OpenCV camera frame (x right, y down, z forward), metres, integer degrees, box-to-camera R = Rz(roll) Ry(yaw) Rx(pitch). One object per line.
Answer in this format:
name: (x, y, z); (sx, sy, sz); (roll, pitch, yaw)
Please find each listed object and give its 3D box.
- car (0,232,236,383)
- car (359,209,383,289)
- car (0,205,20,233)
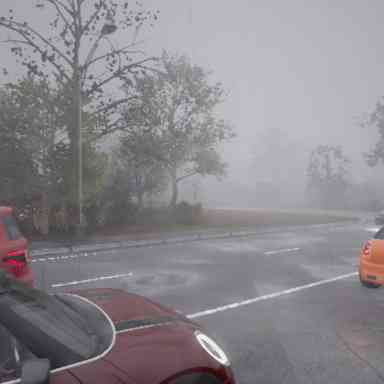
car: (-1.806, 1.352, 2.423); (4.553, 1.767, 2.097); (0, 0, -36)
car: (6.057, 1.358, 7.979); (4.553, 1.767, 2.097); (0, 0, -35)
car: (-5.224, 1.220, 4.564); (5.566, 2.045, 2.150); (0, 0, -35)
